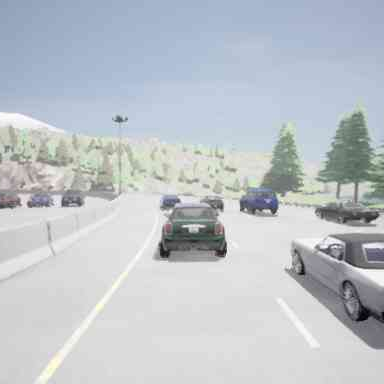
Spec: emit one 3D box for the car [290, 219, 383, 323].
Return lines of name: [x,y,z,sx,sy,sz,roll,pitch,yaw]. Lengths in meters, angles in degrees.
car: [3.592,1.507,6.993,1.895,1.301,4.718,0,1,0]

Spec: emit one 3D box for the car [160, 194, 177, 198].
car: [-2.414,0.994,36.028,1.882,1.535,5.008,0,1,-11]

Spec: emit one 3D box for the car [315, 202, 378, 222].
car: [9.989,1.309,21.966,1.895,1.301,4.718,0,1,-5]

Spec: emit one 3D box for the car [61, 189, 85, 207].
car: [-14.107,0.686,39.725,2.150,2.045,5.566,0,1,-12]

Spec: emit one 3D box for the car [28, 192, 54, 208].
car: [-17.462,0.828,38.593,2.097,1.767,4.553,0,1,-12]

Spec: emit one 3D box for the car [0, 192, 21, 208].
car: [-20.708,0.849,36.997,2.097,1.767,4.553,0,1,-12]

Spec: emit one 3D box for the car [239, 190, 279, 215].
car: [5.770,0.831,29.308,2.150,2.045,5.566,0,1,-7]

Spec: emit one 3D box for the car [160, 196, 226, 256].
car: [-0.013,1.183,12.451,2.097,1.767,4.553,0,1,-2]
